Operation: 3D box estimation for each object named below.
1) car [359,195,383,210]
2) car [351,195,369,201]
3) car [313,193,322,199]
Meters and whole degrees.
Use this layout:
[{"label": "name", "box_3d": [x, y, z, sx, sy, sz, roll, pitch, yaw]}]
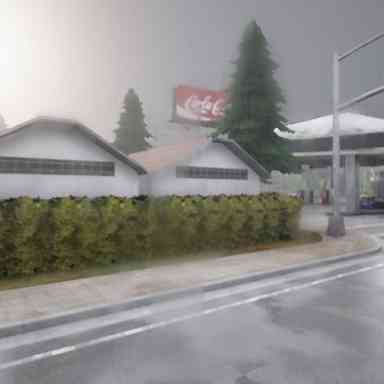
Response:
[{"label": "car", "box_3d": [21.917, 1.391, 40.043, 4.611, 1.667, 2.242, 0, 0, -36]}, {"label": "car", "box_3d": [39.682, 1.356, 78.367, 4.674, 1.442, 1.812, 0, 0, -36]}, {"label": "car", "box_3d": [33.035, 1.160, 89.525, 2.152, 1.636, 5.027, 0, 0, -36]}]
